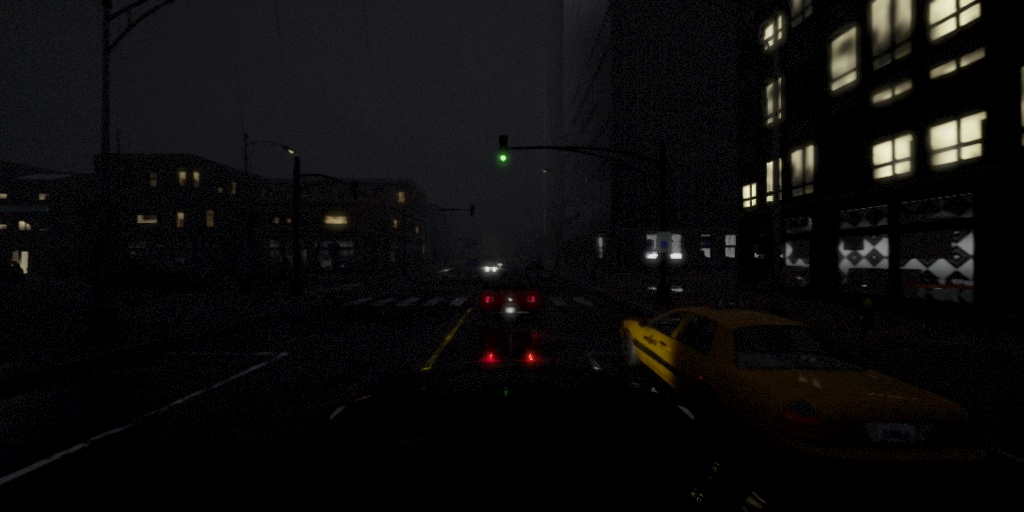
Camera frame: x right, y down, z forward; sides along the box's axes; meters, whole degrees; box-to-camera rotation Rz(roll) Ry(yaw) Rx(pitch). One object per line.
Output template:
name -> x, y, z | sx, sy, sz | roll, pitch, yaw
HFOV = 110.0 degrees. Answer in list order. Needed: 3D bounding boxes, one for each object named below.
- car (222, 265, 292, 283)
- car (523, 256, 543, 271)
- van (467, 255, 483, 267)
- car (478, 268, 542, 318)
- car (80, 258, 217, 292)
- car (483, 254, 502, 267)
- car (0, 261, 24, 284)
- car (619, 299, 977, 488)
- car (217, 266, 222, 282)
car -> -19.433, 1.355, 27.841 | 4.313, 1.339, 1.948 | 0, 0, 1
car -> 2.658, 0.882, 42.732 | 1.967, 1.591, 4.097 | 0, 0, 0
van -> -5.732, 0.700, 53.809 | 1.690, 1.789, 3.998 | 0, 0, 0
car -> -0.174, 1.269, 12.615 | 1.895, 1.301, 4.718 | 0, 0, -3
car -> -19.532, 1.038, 19.462 | 5.009, 1.841, 2.192 | 0, 0, 1
car -> -3.114, 0.844, 54.652 | 2.128, 1.511, 4.902 | 0, 0, 0
car -> -41.623, 1.313, 28.108 | 5.009, 1.841, 2.192 | 0, 0, 1
car -> 2.826, 1.252, 4.956 | 1.751, 1.417, 4.829 | 0, 0, 0
car -> -24.980, 1.281, 27.908 | 4.097, 1.591, 1.967 | 0, 0, 1
